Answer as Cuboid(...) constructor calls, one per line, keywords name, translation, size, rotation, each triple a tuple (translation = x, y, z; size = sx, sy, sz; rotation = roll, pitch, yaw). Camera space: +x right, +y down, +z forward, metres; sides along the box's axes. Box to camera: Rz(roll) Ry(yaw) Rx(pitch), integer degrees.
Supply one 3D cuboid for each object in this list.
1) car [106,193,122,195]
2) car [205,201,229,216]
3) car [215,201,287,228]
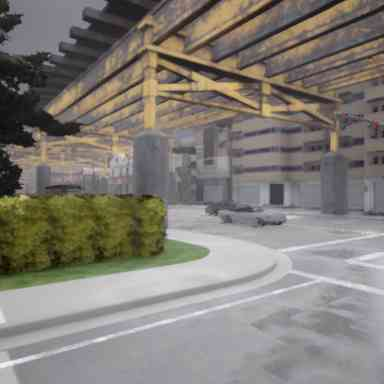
Cuboid(name="car", translation=(-9.260, 1.159, 40.521), size=(2.150, 2.045, 5.566), rotation=(0, 0, -35))
Cuboid(name="car", translation=(3.010, 1.482, 29.661), size=(1.994, 1.385, 4.181), rotation=(0, 0, -36))
Cuboid(name="car", translation=(3.938, 1.534, 22.030), size=(1.895, 1.301, 4.718), rotation=(0, 0, -35))
